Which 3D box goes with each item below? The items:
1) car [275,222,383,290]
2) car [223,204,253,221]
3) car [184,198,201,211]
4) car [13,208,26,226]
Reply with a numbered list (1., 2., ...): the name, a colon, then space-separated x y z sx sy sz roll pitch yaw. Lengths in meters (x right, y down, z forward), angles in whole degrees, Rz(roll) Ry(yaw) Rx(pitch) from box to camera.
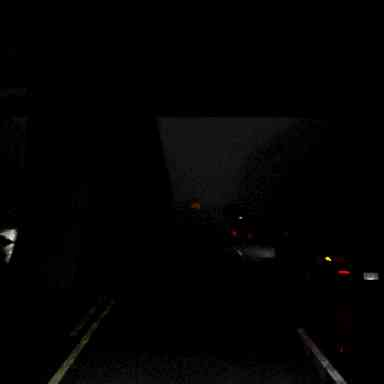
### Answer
1. car: 3.603 1.529 8.993 1.812 1.442 4.674 0 0 0
2. car: 3.608 1.610 26.852 1.895 1.301 4.718 0 0 0
3. car: 0.111 1.492 40.185 1.882 1.535 5.008 0 0 0
4. car: -10.593 1.487 23.440 1.882 1.535 5.008 0 0 0
